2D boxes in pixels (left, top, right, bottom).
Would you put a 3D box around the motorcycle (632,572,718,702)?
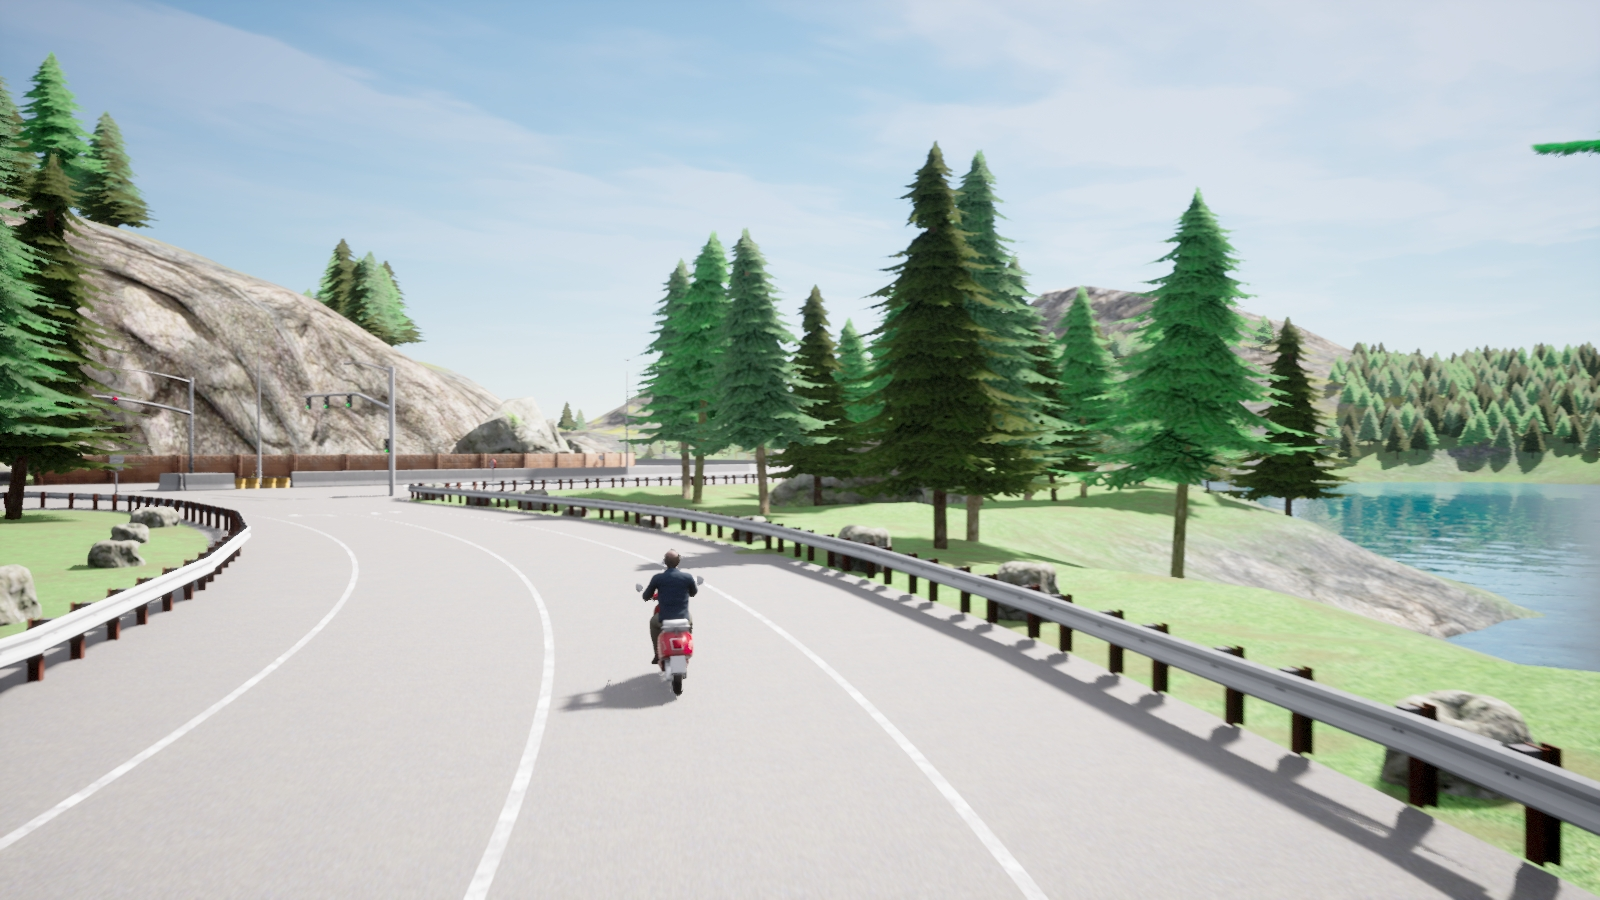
[{"bbox_3d":[-1.525,2.183,13.679,0.856,1.236,1.805,-1,0,-11],"label":"motorcycle"}]
